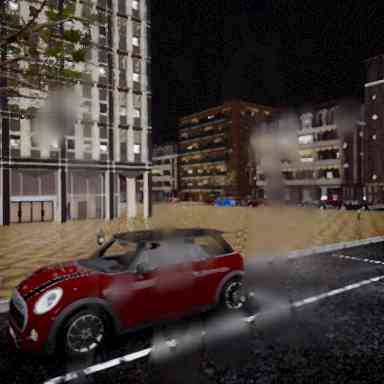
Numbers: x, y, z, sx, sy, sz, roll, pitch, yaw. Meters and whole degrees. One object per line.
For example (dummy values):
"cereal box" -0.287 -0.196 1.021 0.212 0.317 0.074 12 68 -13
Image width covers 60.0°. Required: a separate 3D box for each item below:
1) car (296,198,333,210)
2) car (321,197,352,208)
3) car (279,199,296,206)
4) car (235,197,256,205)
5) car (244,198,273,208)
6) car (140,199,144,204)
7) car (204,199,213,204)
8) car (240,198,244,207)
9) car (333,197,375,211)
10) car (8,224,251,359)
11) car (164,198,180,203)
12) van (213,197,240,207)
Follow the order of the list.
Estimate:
"car" 17.342 1.774 46.306 2.008 1.369 4.403 -2 0 -36
"car" 23.023 1.590 53.184 1.967 1.590 4.097 -2 0 -36
"car" 17.764 1.862 60.366 1.802 1.307 4.206 -2 0 -36
"car" 11.166 1.885 69.342 1.967 1.590 4.097 -2 0 -36
"car" 11.261 1.920 54.779 1.887 1.381 4.507 -2 0 -36
"car" -11.955 2.508 86.976 2.008 1.369 4.403 -2 0 -36
"car" 4.633 2.191 78.360 1.802 1.307 4.206 -2 0 -36
"car" 8.832 1.810 62.805 2.097 1.767 4.553 -1 0 -35
"car" 20.609 1.692 41.795 2.008 1.369 4.403 -2 0 -36
"car" -0.943 1.427 5.897 4.097 1.590 1.967 0 0 -36
"car" -5.172 2.295 91.891 1.967 1.590 4.097 -2 0 -36
"van" 6.338 1.839 61.663 1.690 1.788 3.998 -2 0 -36
